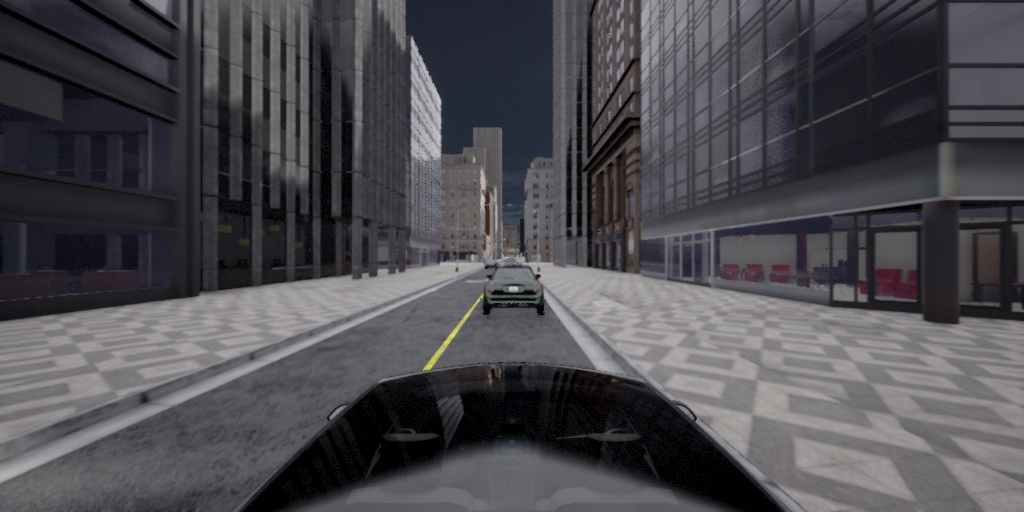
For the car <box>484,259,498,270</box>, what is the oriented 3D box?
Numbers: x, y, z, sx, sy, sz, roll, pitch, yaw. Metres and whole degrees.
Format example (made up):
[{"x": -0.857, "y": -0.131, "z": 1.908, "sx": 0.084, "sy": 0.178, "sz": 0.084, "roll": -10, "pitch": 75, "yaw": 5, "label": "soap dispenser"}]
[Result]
[{"x": -3.059, "y": 1.239, "z": 53.113, "sx": 1.837, "sy": 1.490, "sz": 4.892, "roll": 0, "pitch": -1, "yaw": 0, "label": "car"}]

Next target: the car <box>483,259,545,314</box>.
[{"x": 0.067, "y": 1.095, "z": 13.836, "sx": 2.097, "sy": 1.767, "sz": 4.553, "roll": 0, "pitch": 0, "yaw": 0, "label": "car"}]
